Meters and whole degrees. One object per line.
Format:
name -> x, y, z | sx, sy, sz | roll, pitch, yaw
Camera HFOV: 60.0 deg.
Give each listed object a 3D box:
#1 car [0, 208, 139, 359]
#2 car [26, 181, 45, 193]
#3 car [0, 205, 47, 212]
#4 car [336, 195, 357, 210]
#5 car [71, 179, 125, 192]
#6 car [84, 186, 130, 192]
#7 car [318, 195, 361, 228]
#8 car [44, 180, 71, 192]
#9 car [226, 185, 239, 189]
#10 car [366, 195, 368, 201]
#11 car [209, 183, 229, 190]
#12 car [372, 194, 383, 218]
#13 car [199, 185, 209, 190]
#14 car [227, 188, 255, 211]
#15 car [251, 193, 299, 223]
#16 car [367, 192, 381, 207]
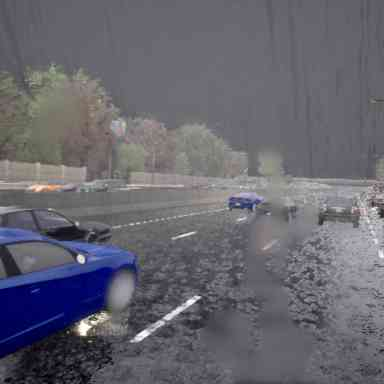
car -> -2.653, 1.205, 4.403 | 1.882, 1.535, 5.008 | 3, 2, 26
car -> -15.048, -0.440, 35.114 | 2.097, 1.767, 4.553 | 3, 2, 26
car -> -4.448, 1.060, 8.681 | 2.033, 1.411, 5.357 | 3, 2, 26
car -> 16.640, 1.027, 35.775 | 1.895, 1.301, 4.718 | 3, 2, 26
car -> -8.620, -0.226, 32.327 | 2.150, 2.045, 5.566 | 3, 2, 26
car -> -6.586, 0.359, 28.583 | 1.895, 1.301, 4.718 | 3, 2, 26
car -> 8.947, 1.003, 20.069 | 2.097, 1.767, 4.553 | 3, 2, 26
car -> -11.923, -0.140, 33.559 | 1.882, 1.535, 5.008 | 3, 2, 26
car -> 9.302, -0.348, 68.647 | 1.895, 1.301, 4.718 | 3, 2, 26
car -> 29.162, 0.934, 53.570 | 1.895, 1.301, 4.718 | 3, 2, 26
car -> 6.178, -0.892, 70.174 | 2.150, 2.045, 5.566 | 3, 2, 26
car -> 15.508, 1.209, 25.754 | 2.128, 1.511, 4.902 | 3, 2, 26
car -> 3.040, -0.740, 71.750 | 1.994, 1.385, 4.181 | 3, 2, 26
car -> 4.532, 0.725, 26.957 | 1.882, 1.535, 5.008 | 3, 2, 26
car -> 5.460, 0.992, 20.926 | 1.837, 1.490, 4.892 | 3, 2, 26
car -> 21.814, 1.061, 38.604 | 1.812, 1.442, 4.674 | 3, 2, 26
